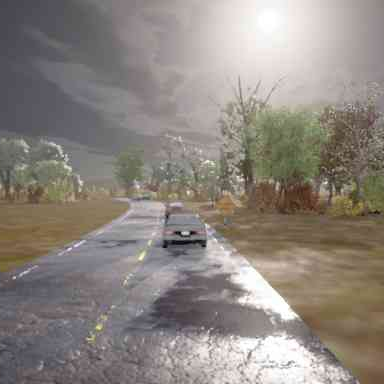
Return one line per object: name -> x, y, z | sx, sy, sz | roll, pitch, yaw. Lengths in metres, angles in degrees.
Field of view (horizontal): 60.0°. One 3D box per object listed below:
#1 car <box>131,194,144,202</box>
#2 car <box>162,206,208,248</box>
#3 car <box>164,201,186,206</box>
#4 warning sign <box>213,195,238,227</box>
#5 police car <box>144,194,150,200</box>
car -> -12.723, 1.486, 75.528 | 2.033, 1.411, 5.357 | 0, 0, -14
car -> -0.376, 1.562, 14.763 | 2.033, 1.411, 5.357 | 0, 0, -3
car -> -1.497, 1.532, 29.794 | 1.812, 1.442, 4.674 | 0, 0, -6
warning sign -> 1.984, 1.113, 19.898 | 1.300, 1.860, 1.060 | 0, 0, -4
police car -> -12.520, 1.426, 89.129 | 1.930, 1.638, 5.238 | 0, 0, -17
